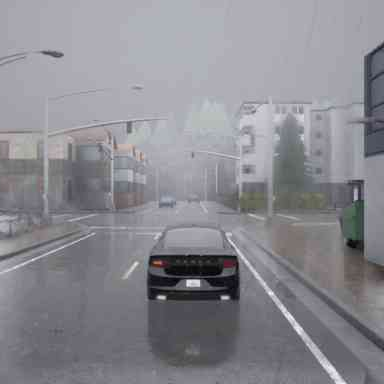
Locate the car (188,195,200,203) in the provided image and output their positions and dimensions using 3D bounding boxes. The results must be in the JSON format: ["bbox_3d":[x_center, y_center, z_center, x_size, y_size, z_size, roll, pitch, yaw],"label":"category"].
[{"bbox_3d":[0.466,1.351,69.686,2.097,1.767,4.553,0,0,7],"label":"car"}]

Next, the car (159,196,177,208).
[{"bbox_3d":[-3.612,1.476,47.380,1.882,1.535,5.008,0,0,0],"label":"car"}]

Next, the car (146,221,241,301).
[{"bbox_3d":[0.047,1.477,8.413,1.882,1.535,5.008,0,0,1],"label":"car"}]

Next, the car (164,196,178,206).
[{"bbox_3d":[-3.595,1.490,57.731,2.128,1.511,4.902,0,0,0],"label":"car"}]
